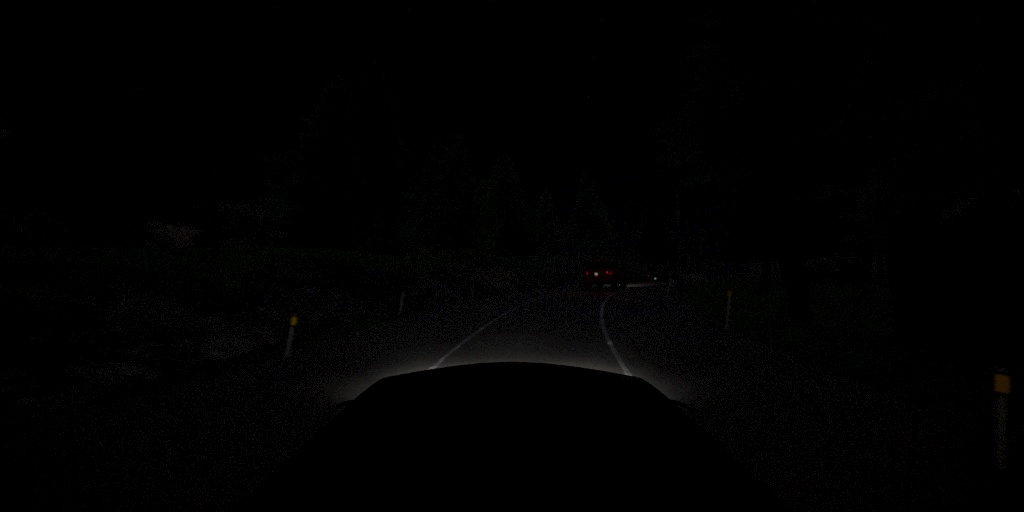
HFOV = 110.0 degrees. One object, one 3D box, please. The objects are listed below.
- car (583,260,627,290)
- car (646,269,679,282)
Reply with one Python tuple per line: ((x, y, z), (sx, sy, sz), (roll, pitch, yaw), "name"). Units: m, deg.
((6.959, 1.375, 26.558), (2.150, 2.045, 5.566), (-3, -3, 28), "car")
((16.580, 2.134, 39.313), (1.895, 1.301, 4.718), (-6, -6, 44), "car")
